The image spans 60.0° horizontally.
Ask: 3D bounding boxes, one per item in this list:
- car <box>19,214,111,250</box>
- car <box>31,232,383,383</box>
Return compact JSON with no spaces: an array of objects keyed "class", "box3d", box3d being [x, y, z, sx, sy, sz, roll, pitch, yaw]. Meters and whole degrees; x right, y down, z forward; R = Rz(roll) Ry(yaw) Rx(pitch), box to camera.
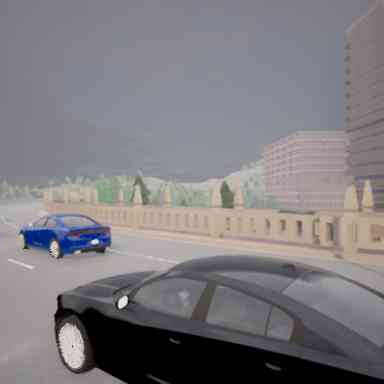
[{"class":"car","box3d":[-5.166,1.596,13.192,5.008,1.535,1.882,-1,-1,43]},{"class":"car","box3d":[0.335,1.508,3.935,5.008,1.535,1.882,0,0,37]}]
